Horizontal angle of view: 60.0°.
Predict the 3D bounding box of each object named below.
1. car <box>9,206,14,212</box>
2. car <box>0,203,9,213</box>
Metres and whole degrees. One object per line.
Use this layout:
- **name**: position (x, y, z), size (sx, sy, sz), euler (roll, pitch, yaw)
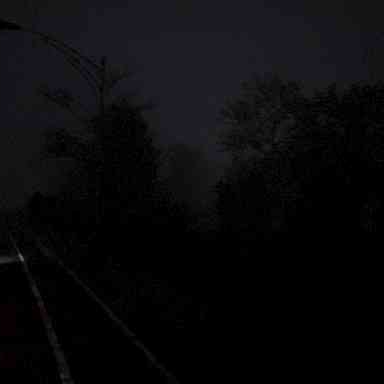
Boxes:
- **car**: position (-44.803, 4.055, 81.019), size (2.033, 1.411, 5.357), euler (2, -3, -16)
- **car**: position (-41.289, 3.377, 71.069), size (2.150, 2.045, 5.566), euler (3, -3, -21)
